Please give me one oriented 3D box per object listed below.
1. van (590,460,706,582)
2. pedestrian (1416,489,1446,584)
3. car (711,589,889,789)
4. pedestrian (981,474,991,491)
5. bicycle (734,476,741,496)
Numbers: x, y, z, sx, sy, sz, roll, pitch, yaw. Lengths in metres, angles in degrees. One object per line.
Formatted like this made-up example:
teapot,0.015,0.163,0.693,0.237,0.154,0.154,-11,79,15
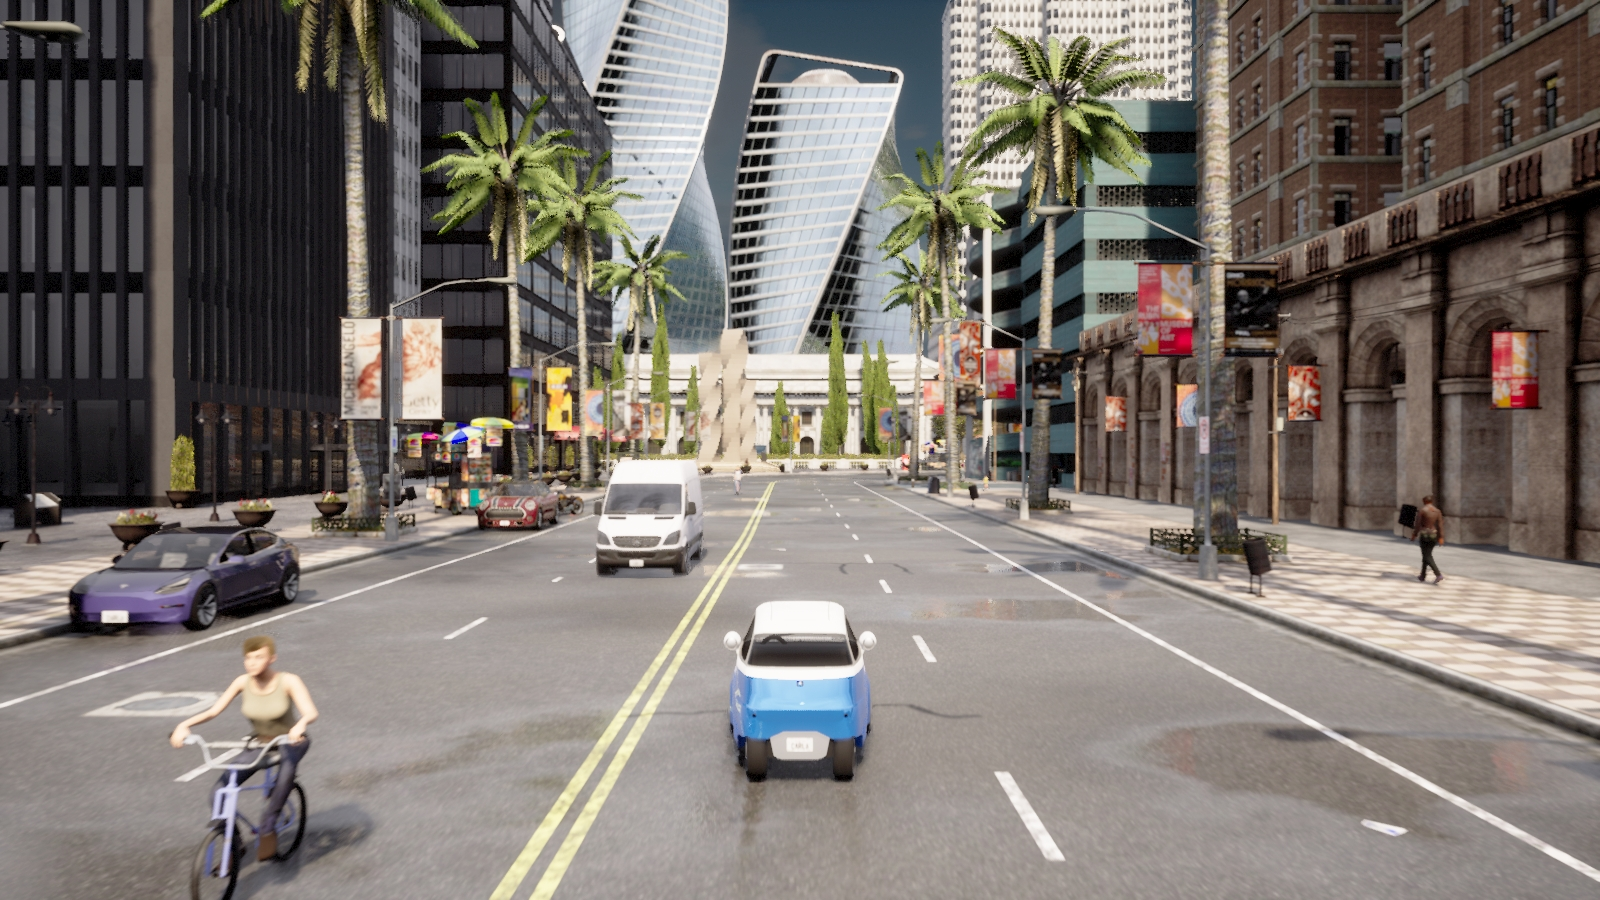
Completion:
van,-3.489,1.534,27.294,1.988,2.561,5.915,0,0,0
pedestrian,12.424,1.696,22.500,0.375,1.860,0.375,0,0,1
car,0.001,2.120,10.579,1.481,1.376,2.207,0,0,0
pedestrian,11.945,2.076,73.381,0.500,1.100,0.500,0,0,0
bicycle,-3.809,2.205,70.025,0.373,1.196,1.643,0,0,-1
